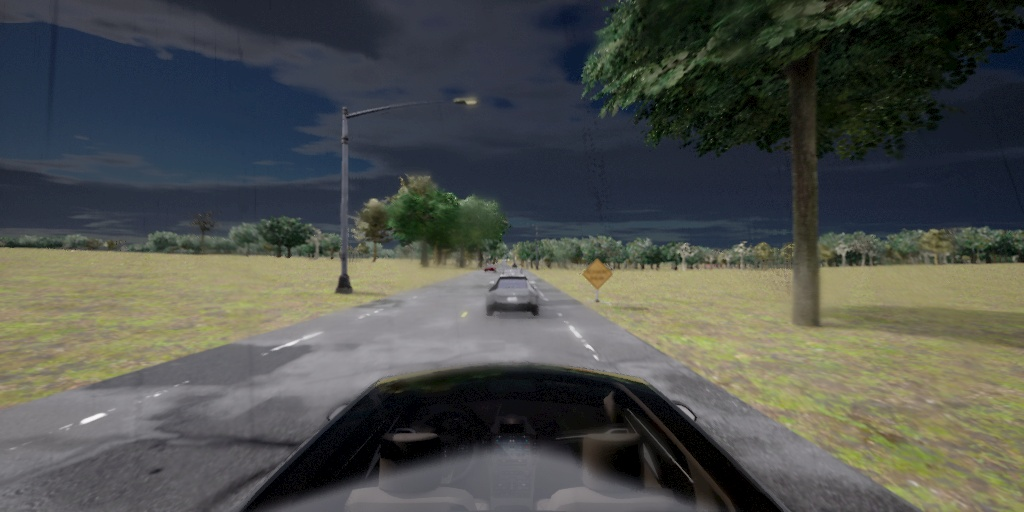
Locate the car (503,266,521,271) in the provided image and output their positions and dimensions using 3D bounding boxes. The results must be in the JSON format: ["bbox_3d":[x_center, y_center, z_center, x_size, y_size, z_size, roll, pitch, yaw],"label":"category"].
[{"bbox_3d":[0.034,1.698,28.521,1.895,1.301,4.718,0,-1,1],"label":"car"}]

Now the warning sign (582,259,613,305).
[{"bbox_3d":[3.550,1.038,14.881,1.300,1.860,1.060,0,0,0],"label":"warning sign"}]

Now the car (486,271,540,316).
[{"bbox_3d":[0.044,1.480,14.335,1.994,1.385,4.181,0,-1,1],"label":"car"}]

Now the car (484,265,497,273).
[{"bbox_3d":[-3.561,2.058,58.525,1.895,1.301,4.718,0,-1,1],"label":"car"}]
